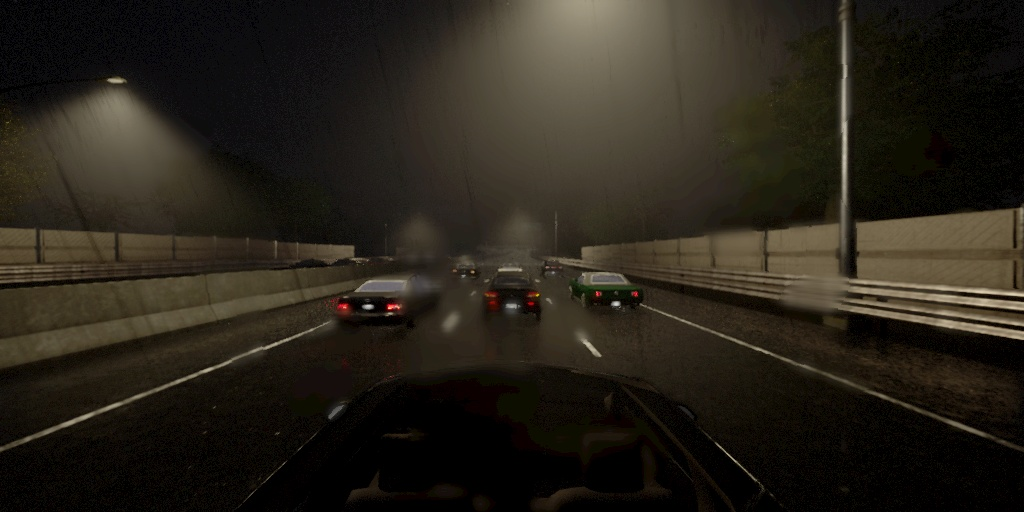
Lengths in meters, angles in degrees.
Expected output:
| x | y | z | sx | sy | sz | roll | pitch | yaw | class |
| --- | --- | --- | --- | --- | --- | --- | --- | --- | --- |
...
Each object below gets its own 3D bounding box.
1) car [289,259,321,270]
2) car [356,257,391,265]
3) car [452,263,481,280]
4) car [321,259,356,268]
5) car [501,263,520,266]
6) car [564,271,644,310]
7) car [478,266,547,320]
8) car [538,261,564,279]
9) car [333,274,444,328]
| x | y | z | sx | sy | sz | roll | pitch | yaw | class |
| --- | --- | --- | --- | --- | --- | --- | --- | --- | --- |
| -21.379 | 1.088 | 37.896 | 1.882 | 1.535 | 5.008 | 0 | 0 | 0 | car |
| -14.382 | 0.959 | 38.207 | 2.097 | 1.767 | 4.553 | 0 | 0 | 0 | car |
| -3.626 | 1.247 | 29.498 | 1.895 | 1.301 | 4.718 | 0 | 0 | 0 | car |
| -17.882 | 1.113 | 38.184 | 1.837 | 1.490 | 4.892 | 0 | 0 | 0 | car |
| -0.125 | 1.246 | 29.509 | 1.895 | 1.301 | 4.718 | 0 | 0 | 0 | car |
| 3.496 | 1.305 | 14.320 | 1.895 | 1.301 | 4.718 | 0 | 0 | 0 | car |
| 0.002 | 1.238 | 12.361 | 1.812 | 1.442 | 4.674 | 0 | 0 | 0 | car |
| 3.362 | 1.128 | 31.006 | 2.128 | 1.511 | 4.902 | 0 | 0 | 0 | car |
| -3.487 | 1.266 | 11.154 | 2.033 | 1.411 | 5.357 | 0 | 0 | 0 | car |
